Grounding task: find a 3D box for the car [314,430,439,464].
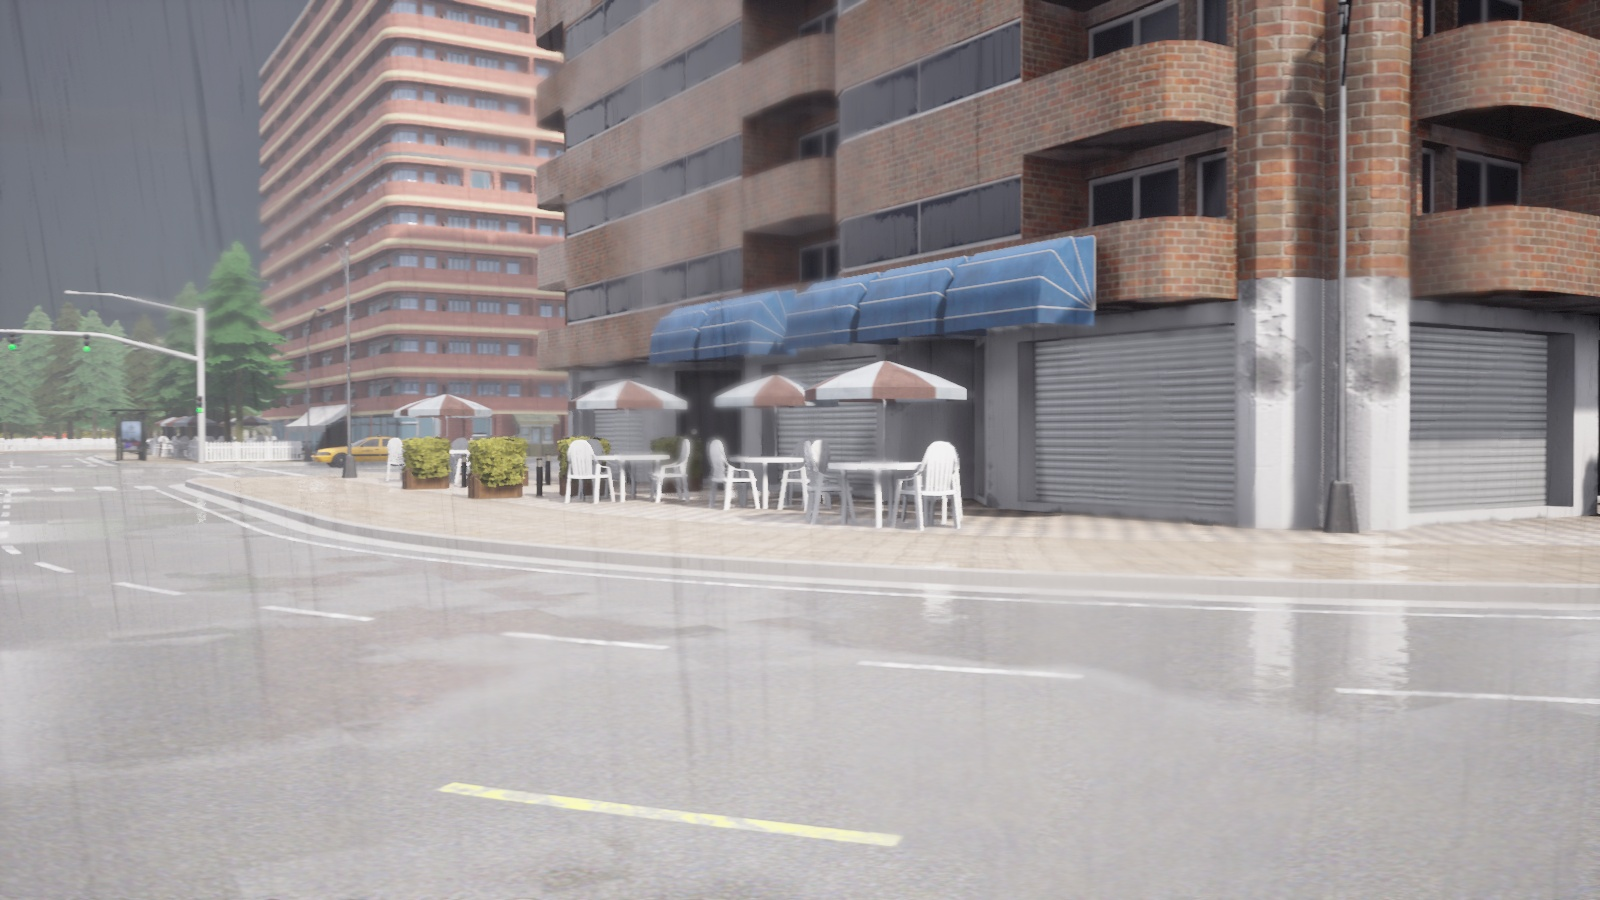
[{"bbox_3d":[-20.226,-0.146,60.085,5.366,1.575,1.801,0,1,-32],"label":"car"}]
